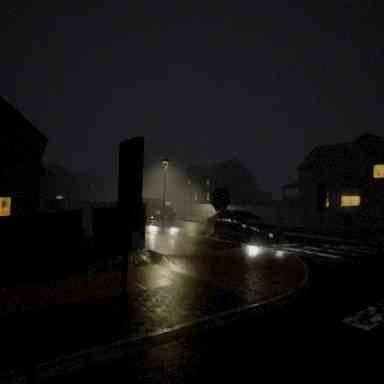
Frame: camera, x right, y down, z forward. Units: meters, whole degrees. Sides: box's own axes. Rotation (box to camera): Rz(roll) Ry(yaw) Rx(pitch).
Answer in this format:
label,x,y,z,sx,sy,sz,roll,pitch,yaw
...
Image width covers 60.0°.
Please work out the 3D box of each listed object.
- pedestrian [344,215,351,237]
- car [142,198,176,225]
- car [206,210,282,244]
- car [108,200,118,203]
label,x,y,z,sx,sy,sz,roll,pitch,yaw
pedestrian,8.300,1.434,17.670,0.375,1.860,0.375,2,-1,-31
car,-3.151,1.500,26.896,2.150,2.045,5.566,3,-2,-25
car,2.327,1.602,16.207,1.812,1.442,4.674,3,-2,-27
car,-10.841,1.945,46.033,2.097,1.767,4.553,2,-1,-18
